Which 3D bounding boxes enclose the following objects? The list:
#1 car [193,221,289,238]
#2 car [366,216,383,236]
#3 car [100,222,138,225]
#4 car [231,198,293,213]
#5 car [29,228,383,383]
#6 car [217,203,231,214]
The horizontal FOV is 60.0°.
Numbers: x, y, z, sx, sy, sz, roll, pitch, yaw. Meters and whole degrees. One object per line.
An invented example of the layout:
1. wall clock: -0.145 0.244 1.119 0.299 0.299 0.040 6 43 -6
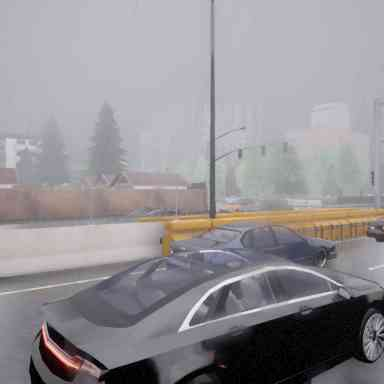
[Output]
1. car: 1.856 1.547 9.359 5.357 1.411 2.033 0 0 -35
2. car: 10.056 1.547 15.179 5.357 1.411 2.033 0 0 -35
3. car: -1.909 1.491 15.499 4.902 1.511 2.128 0 0 -35
4. car: 5.526 1.351 24.998 4.553 1.767 2.097 0 0 -35
5. car: 0.665 1.492 4.215 4.902 1.511 2.128 0 0 -35
6. car: 4.328 1.351 28.426 4.553 1.767 2.097 0 0 -37
